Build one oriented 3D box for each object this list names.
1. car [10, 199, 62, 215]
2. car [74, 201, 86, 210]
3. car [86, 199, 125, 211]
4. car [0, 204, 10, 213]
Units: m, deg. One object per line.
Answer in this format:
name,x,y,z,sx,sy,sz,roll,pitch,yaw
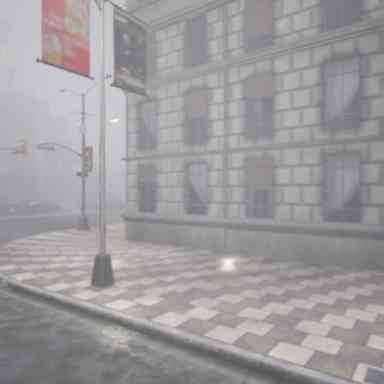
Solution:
car,-15.986,1.584,34.877,1.812,1.442,4.674,0,0,36
car,-13.081,1.611,44.791,2.033,1.411,5.357,0,0,36
car,-10.630,1.583,42.212,1.812,1.442,4.674,0,0,36
car,-18.821,1.569,36.918,1.837,1.490,4.892,0,0,36
